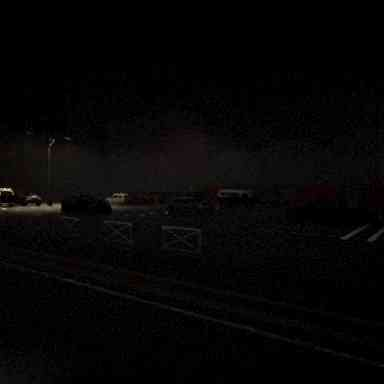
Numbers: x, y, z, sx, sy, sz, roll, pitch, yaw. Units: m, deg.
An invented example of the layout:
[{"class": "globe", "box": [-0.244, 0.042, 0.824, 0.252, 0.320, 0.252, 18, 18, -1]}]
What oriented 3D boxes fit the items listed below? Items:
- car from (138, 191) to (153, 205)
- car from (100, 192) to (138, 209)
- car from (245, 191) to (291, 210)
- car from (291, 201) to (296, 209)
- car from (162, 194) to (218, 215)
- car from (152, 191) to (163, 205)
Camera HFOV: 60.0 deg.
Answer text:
[{"class": "car", "box": [-7.482, 0.969, 43.899, 3.905, 1.438, 1.784, 1, 1, 35]}, {"class": "car", "box": [-9.158, 1.007, 41.538, 3.806, 1.475, 1.970, 1, 1, 35]}, {"class": "car", "box": [9.527, 0.894, 41.926, 4.605, 1.855, 1.932, 1, 1, 35]}, {"class": "car", "box": [11.254, 1.099, 44.253, 3.905, 1.438, 1.784, 1, 1, 35]}, {"class": "car", "box": [-0.180, 1.176, 28.095, 3.806, 1.475, 1.970, 1, 1, 35]}, {"class": "car", "box": [-5.968, 0.752, 46.114, 4.605, 1.855, 1.932, 1, 1, 35]}]
